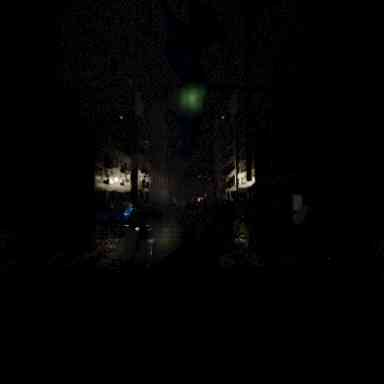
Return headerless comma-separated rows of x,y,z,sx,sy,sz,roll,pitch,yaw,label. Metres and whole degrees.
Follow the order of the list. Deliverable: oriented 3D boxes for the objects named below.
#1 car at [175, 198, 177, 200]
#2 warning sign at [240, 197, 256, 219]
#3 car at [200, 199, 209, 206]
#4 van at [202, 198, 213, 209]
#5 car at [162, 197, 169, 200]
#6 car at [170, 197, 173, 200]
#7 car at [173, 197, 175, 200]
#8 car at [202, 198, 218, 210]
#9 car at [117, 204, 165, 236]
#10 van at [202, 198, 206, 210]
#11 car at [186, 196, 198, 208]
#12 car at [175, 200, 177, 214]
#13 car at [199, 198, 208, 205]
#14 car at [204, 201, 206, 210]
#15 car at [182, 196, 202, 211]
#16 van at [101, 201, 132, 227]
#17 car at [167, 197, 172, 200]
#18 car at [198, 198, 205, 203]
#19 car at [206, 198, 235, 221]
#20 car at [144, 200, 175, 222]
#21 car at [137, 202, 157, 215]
-5.420,2.380,83.944,1.802,1.307,4.206,0,-1,0,car
4.933,1.397,29.436,1.300,1.860,1.060,0,-1,0,warning sign
2.640,2.222,73.306,1.752,1.417,4.829,0,-1,0,car
2.661,1.883,56.920,1.690,1.788,3.998,0,-1,0,van
-5.418,2.066,56.745,1.752,1.417,4.829,0,-1,0,car
-5.419,2.210,67.726,1.947,1.339,4.313,0,-1,0,car
-5.420,2.010,73.134,2.192,1.841,5.009,0,-1,0,car
2.667,1.806,51.515,2.192,1.841,5.009,0,-1,0,car
-2.858,1.694,19.743,1.837,1.490,4.892,0,0,0,car
2.674,1.781,46.108,1.690,1.788,3.998,0,-1,0,van
-0.020,1.790,59.722,2.150,2.045,5.566,0,-1,0,car
-2.849,1.991,40.815,1.895,1.301,4.718,0,-1,0,car
2.633,2.186,78.543,1.967,1.590,4.097,0,-1,0,car
2.688,1.888,35.294,2.008,1.369,4.403,0,-1,0,car
0.036,1.827,49.795,2.097,1.767,4.553,0,-1,0,car
-5.416,1.576,24.480,1.690,1.788,3.998,0,-1,0,van
-5.419,2.144,62.320,2.008,1.369,4.403,0,-1,0,car
2.613,2.427,94.930,1.752,1.417,4.829,0,-1,0,car
2.695,1.601,29.890,2.192,1.841,5.009,0,-1,0,car
-2.859,1.765,29.961,1.882,1.535,5.008,0,-1,0,car
-5.417,1.934,40.696,1.887,1.381,4.507,0,-1,0,car
